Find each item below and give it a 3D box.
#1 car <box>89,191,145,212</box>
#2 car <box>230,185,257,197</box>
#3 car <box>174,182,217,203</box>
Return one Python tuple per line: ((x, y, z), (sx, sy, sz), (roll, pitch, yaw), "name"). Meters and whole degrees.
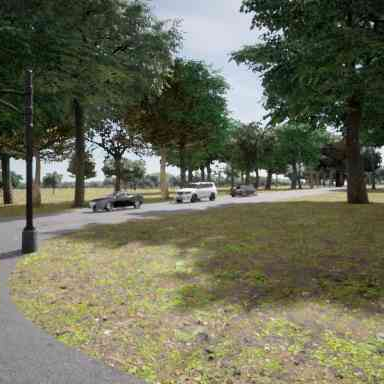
((-6.016, 0.698, 26.831), (2.128, 1.511, 4.902), (-1, 2, 37), "car")
((6.722, -0.098, 43.336), (1.837, 1.490, 4.892), (-1, 2, 38), "car")
((0.482, 0.008, 35.263), (2.150, 2.045, 5.566), (-1, 2, 38), "car")
